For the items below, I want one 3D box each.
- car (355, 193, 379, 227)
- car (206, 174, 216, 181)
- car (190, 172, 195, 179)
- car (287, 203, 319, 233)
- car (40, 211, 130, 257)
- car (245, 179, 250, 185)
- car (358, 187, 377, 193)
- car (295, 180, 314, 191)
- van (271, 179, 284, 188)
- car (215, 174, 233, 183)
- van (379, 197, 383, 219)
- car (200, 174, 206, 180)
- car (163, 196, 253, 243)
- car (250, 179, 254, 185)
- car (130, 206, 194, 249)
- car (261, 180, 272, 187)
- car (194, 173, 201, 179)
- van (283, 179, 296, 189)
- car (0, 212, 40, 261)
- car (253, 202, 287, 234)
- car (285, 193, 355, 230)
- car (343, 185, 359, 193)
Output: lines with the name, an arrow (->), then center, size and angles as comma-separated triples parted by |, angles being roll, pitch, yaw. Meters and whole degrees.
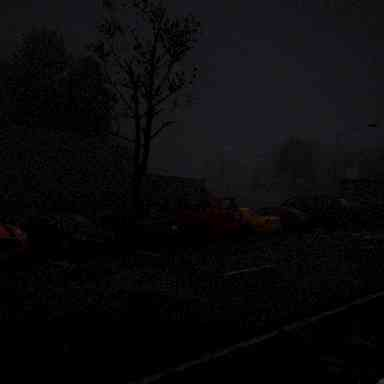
car -> 9.667, 1.267, 23.361 | 5.566, 2.045, 2.435 | -1, -1, 35
car -> 6.925, -3.701, 87.245 | 2.435, 2.045, 5.566 | 7, 3, 34
car -> 1.620, -4.364, 94.522 | 2.435, 2.045, 5.566 | 1, -1, 34
car -> 4.731, 1.549, 19.892 | 4.674, 1.452, 2.002 | -1, -1, 35
car -> -5.051, 1.494, 12.932 | 4.892, 1.521, 2.231 | -1, -1, 34
car -> 13.895, -2.319, 77.485 | 2.002, 1.452, 4.674 | 7, 3, 35
car -> 29.463, 0.134, 55.300 | 2.002, 1.452, 4.674 | 7, 3, 35
car -> 22.548, -0.994, 65.149 | 2.231, 1.521, 4.892 | 7, 3, 35
van -> 19.053, -1.766, 69.978 | 1.878, 1.987, 4.442 | 7, 4, 35
car -> 8.779, -3.178, 84.989 | 1.946, 1.575, 5.366 | 7, 3, 34
van -> 12.203, 1.297, 25.034 | 4.442, 1.987, 1.878 | -1, -1, 35
car -> 5.128, -3.852, 89.709 | 2.185, 1.767, 4.553 | 6, 3, 34
car -> -0.191, 1.249, 16.430 | 5.566, 2.045, 2.435 | -1, -1, 34
car -> 15.640, -2.045, 75.025 | 2.002, 1.452, 4.674 | 7, 3, 35
car -> -2.633, 1.525, 14.682 | 4.792, 1.488, 2.163 | -1, -1, 34
car -> 17.475, -1.814, 72.707 | 1.946, 1.575, 5.366 | 7, 3, 35
car -> 3.395, -4.087, 92.177 | 2.185, 1.767, 4.553 | 4, 1, 33
van -> 20.785, -1.493, 67.509 | 1.878, 1.987, 4.442 | 7, 4, 35
car -> -7.515, 1.367, 11.203 | 4.553, 1.767, 2.185 | -1, -1, 34
car -> 2.127, 1.503, 18.261 | 5.366, 1.575, 1.946 | -1, -1, 34
car -> 7.156, 1.263, 21.653 | 5.566, 2.045, 2.435 | -1, -1, 35
car -> 27.769, -0.428, 57.771 | 2.435, 2.045, 5.566 | 7, 3, 35
